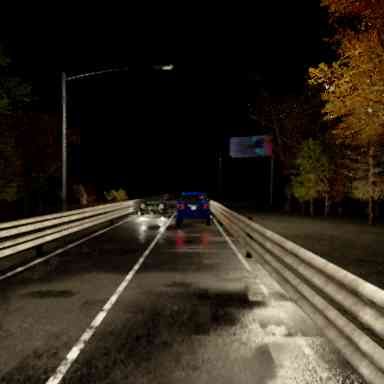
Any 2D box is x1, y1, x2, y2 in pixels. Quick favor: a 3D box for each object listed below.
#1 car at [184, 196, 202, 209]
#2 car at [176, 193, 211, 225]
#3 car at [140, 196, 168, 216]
[{"bbox_3d":[0.102,1.292,41.678,2.033,1.411,5.357,0,0,0],"label":"car"},{"bbox_3d":[0.105,1.077,22.837,2.150,2.045,5.566,0,0,0],"label":"car"},{"bbox_3d":[-3.338,1.169,29.699,2.097,1.767,4.553,0,0,0],"label":"car"}]
